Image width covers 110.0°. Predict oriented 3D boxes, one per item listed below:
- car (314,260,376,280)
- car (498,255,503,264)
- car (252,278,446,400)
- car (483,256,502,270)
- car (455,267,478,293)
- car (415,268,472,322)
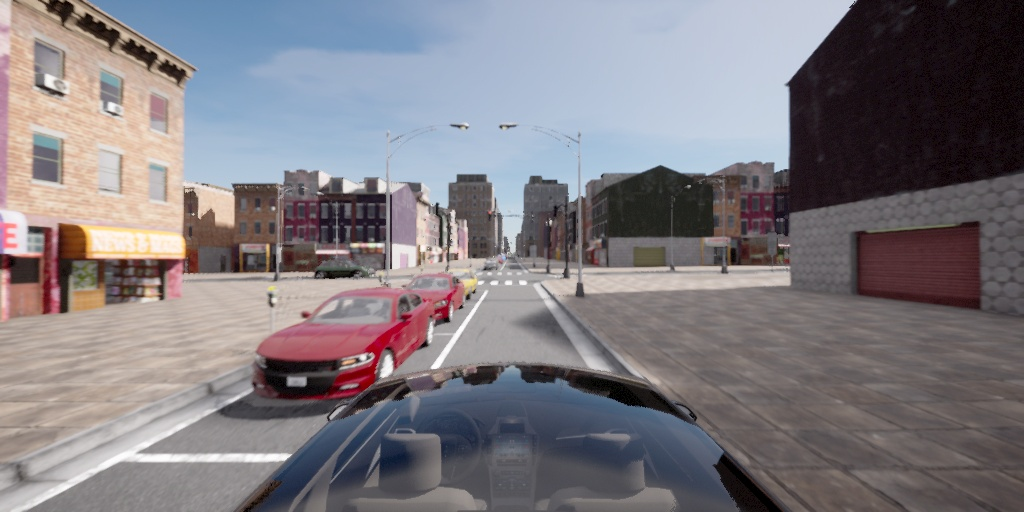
[{"bbox_3d":[-13.811,1.109,29.823,4.553,1.767,2.097,-1,-1,0],"label":"car"},{"bbox_3d":[-2.640,0.966,50.280,1.751,1.417,4.829,0,0,0],"label":"car"},{"bbox_3d":[-2.637,1.288,6.626,1.888,1.381,4.507,0,0,0],"label":"car"},{"bbox_3d":[-2.639,1.039,44.801,2.007,1.370,4.403,0,0,0],"label":"car"},{"bbox_3d":[-2.638,1.222,17.529,1.751,1.417,4.829,0,0,0],"label":"car"},{"bbox_3d":[-2.637,1.270,12.162,1.888,1.381,4.507,0,0,0],"label":"car"}]
